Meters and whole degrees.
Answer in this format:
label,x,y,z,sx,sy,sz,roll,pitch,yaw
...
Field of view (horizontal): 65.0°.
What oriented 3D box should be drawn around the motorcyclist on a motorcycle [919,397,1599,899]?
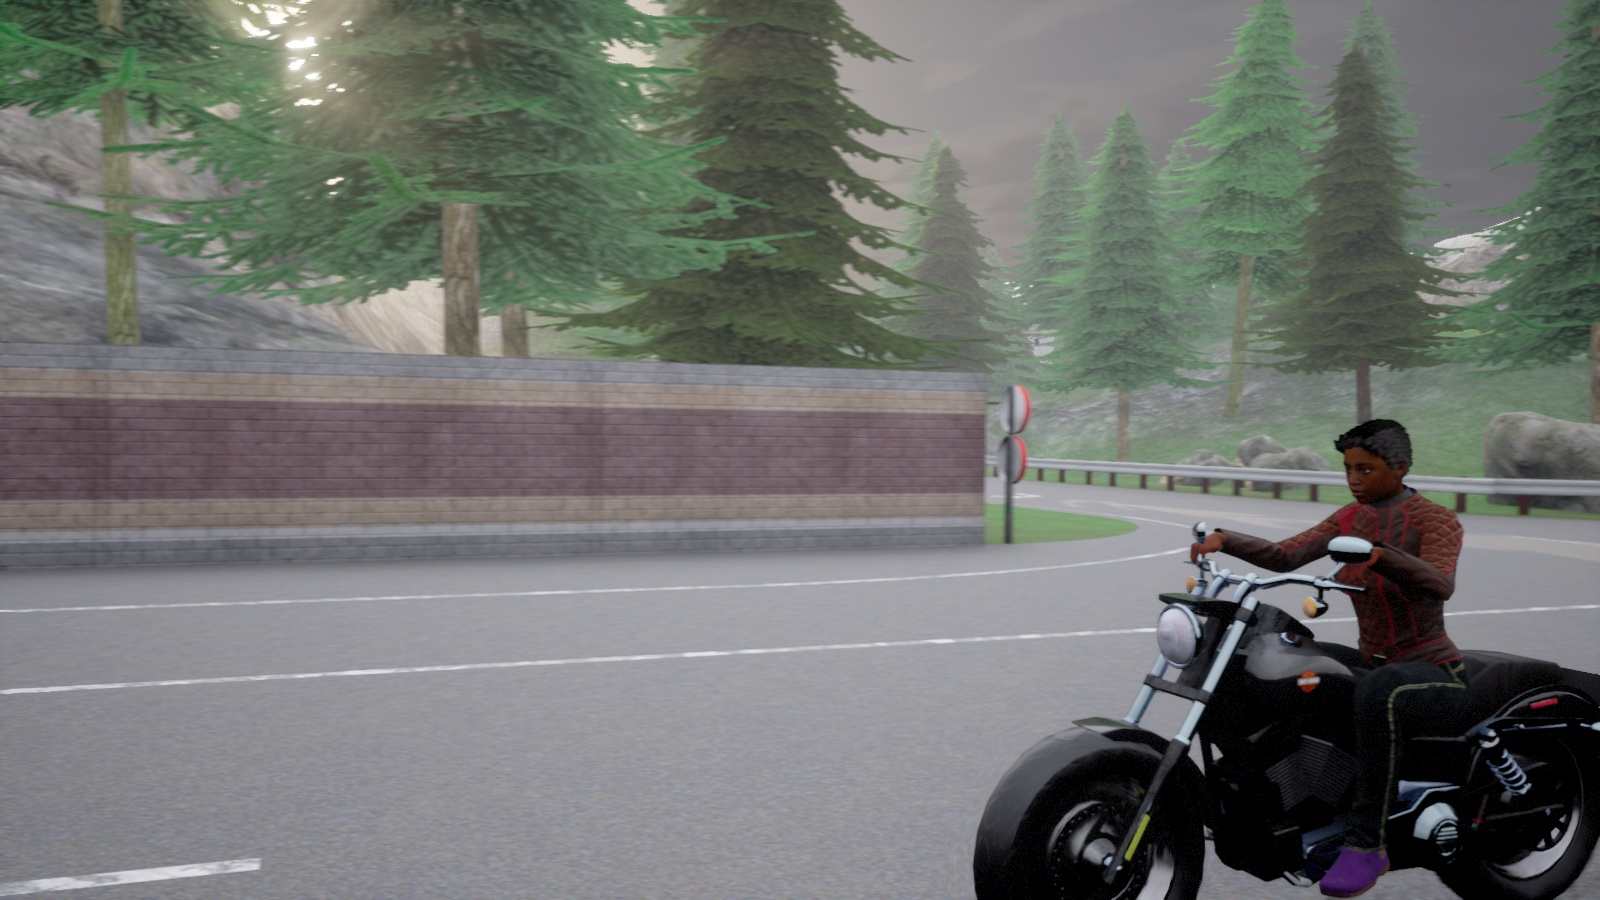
label,x,y,z,sx,sy,sz,roll,pitch,yaw
motorcyclist on a motorcycle,1.601,0.674,3.847,2.350,1.649,0.766,-1,1,-21
